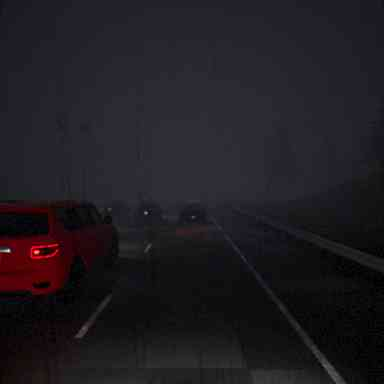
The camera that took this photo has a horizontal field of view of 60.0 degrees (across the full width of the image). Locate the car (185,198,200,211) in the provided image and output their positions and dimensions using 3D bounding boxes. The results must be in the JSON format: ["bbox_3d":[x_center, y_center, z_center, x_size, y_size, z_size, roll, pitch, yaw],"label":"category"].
[{"bbox_3d":[0.060,1.485,41.591,1.812,1.442,4.674,0,0,0],"label":"car"}]

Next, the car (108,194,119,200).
[{"bbox_3d":[-21.087,1.385,89.770,1.882,1.535,5.008,0,0,0],"label":"car"}]

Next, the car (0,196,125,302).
[{"bbox_3d":[-3.408,1.213,8.355,2.150,2.045,5.566,0,0,0],"label":"car"}]

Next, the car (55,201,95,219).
[{"bbox_3d":[-10.429,1.572,30.055,1.895,1.301,4.718,0,0,0],"label":"car"}]

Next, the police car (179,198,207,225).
[{"bbox_3d":[0.078,1.402,23.768,1.930,1.638,5.238,0,0,0],"label":"police car"}]

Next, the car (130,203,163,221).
[{"bbox_3d":[-3.425,1.538,26.683,1.994,1.385,4.181,0,0,0],"label":"car"}]

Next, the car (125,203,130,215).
[{"bbox_3d":[-6.930,1.518,30.542,2.033,1.411,5.357,0,0,0],"label":"car"}]
